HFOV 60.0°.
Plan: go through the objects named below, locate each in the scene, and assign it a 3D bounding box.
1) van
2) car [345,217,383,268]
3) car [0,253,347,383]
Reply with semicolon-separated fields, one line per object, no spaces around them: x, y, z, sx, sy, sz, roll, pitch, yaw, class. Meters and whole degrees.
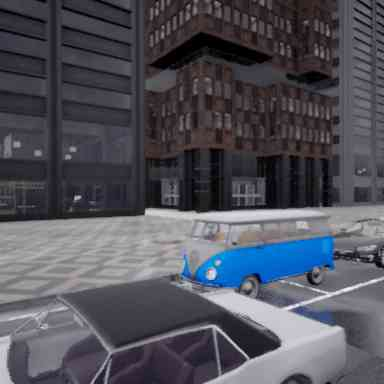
1.638;1.337;7.820;3.998;1.788;1.690;0;0;-35;van
6.231;1.543;11.095;4.403;1.369;2.008;0;0;-35;car
-0.812;1.600;2.798;4.718;1.301;1.895;0;0;-35;car
